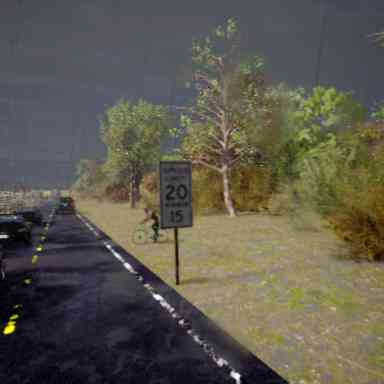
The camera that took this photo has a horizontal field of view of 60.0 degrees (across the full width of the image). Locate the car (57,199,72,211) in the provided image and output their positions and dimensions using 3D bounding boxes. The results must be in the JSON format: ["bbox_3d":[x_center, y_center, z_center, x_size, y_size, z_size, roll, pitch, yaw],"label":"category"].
[{"bbox_3d":[-19.010,1.890,49.415,1.882,1.535,5.008,-2,0,-22],"label":"car"}]

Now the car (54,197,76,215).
[{"bbox_3d":[-15.088,1.558,39.588,2.150,2.045,5.566,-2,0,-22],"label":"car"}]

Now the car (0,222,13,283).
[{"bbox_3d":[-5.337,1.666,7.263,1.812,1.442,4.674,-2,0,-22],"label":"car"}]

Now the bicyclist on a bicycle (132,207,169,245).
[{"bbox_3d":[-1.820,1.485,14.541,1.656,1.620,0.582,-2,0,-22],"label":"bicyclist on a bicycle"}]

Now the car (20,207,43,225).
[{"bbox_3d":[-12.900,1.878,26.207,1.994,1.385,4.181,-2,0,-22],"label":"car"}]

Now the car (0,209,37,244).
[{"bbox_3d":[-9.010,1.792,16.431,1.994,1.385,4.181,-2,0,-23],"label":"car"}]
